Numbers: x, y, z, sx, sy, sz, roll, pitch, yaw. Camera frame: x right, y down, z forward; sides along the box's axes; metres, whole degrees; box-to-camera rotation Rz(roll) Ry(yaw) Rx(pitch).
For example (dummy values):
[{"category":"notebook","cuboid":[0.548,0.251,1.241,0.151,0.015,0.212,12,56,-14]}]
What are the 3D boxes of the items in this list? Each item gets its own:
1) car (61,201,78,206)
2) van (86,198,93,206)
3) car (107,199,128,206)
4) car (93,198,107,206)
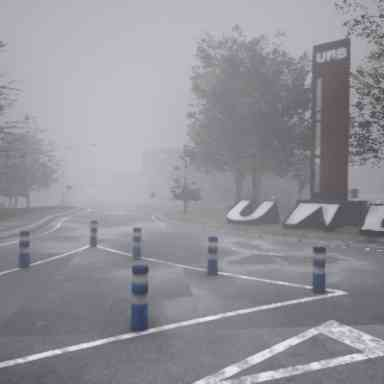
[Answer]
[{"category":"car","cuboid":[-31.208,3.227,85.846,4.674,1.452,2.002,-4,-3,44]},{"category":"van","cuboid":[-23.381,2.482,78.248,4.442,1.987,1.878,-4,-3,44]},{"category":"car","cuboid":[-15.399,2.260,70.520,4.674,1.452,2.002,-4,-5,44]},{"category":"car","cuboid":[-19.351,2.490,74.334,4.792,1.488,2.163,-4,-3,44]}]
